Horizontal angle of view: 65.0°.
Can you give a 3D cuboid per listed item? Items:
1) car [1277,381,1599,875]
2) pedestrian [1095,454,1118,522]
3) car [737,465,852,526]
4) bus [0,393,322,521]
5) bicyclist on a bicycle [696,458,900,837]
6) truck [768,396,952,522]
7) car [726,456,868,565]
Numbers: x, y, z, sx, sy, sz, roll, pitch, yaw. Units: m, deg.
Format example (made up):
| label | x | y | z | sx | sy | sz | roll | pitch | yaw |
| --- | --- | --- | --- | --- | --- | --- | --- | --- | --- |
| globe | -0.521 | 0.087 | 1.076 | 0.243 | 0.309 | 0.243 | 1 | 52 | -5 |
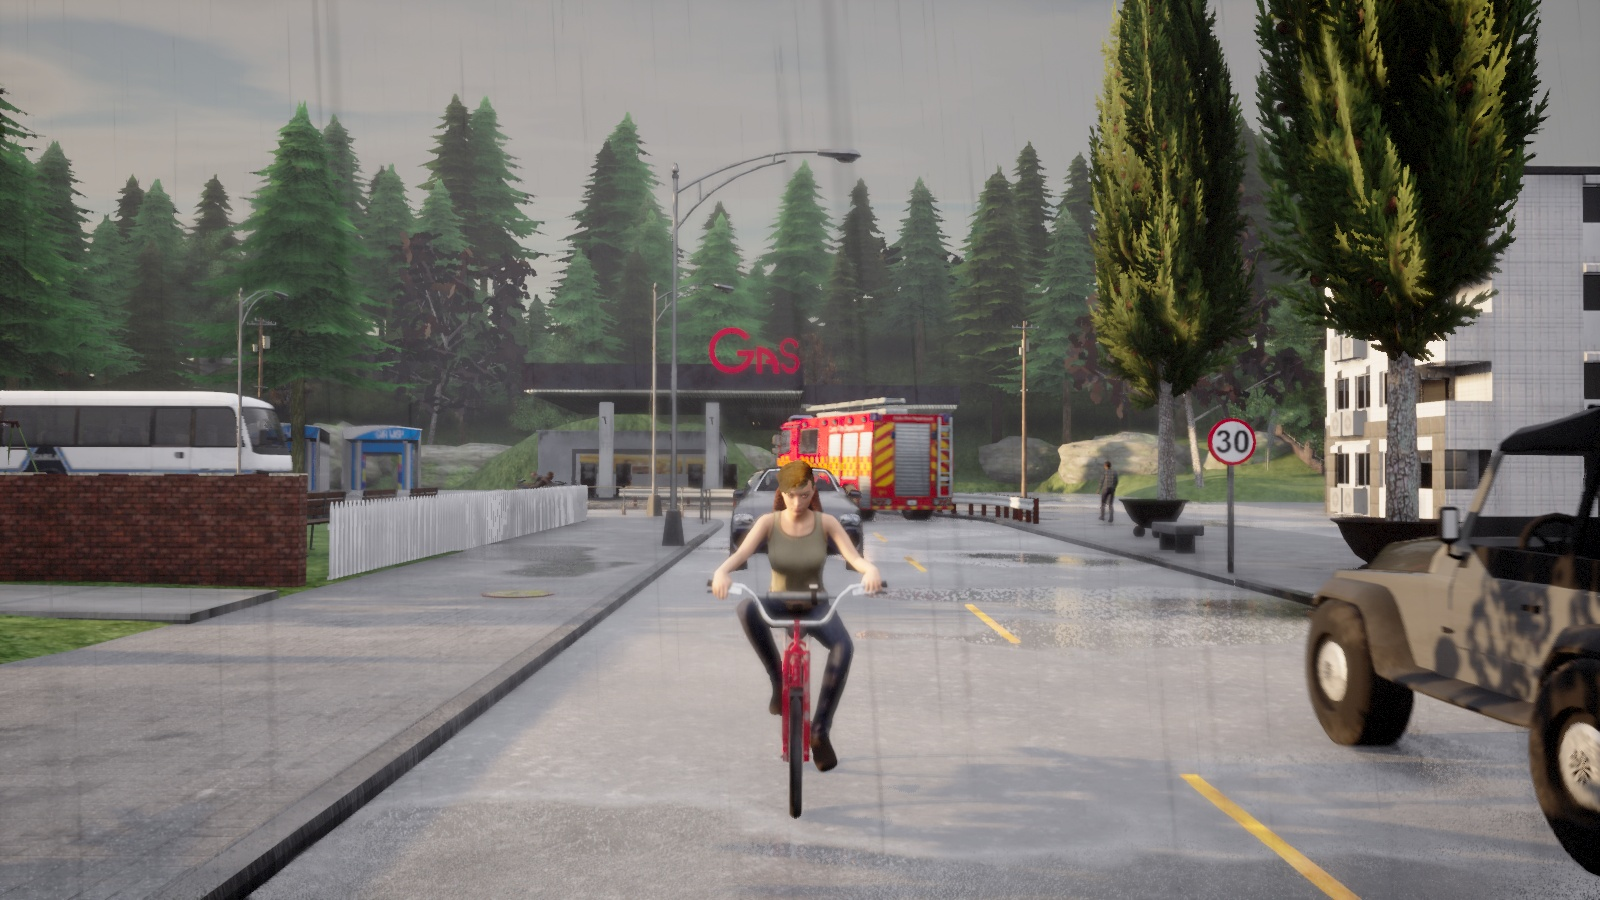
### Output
| label | x | y | z | sx | sy | sz | roll | pitch | yaw |
| --- | --- | --- | --- | --- | --- | --- | --- | --- | --- |
| car | 3.987 | 0.695 | 6.025 | 1.905 | 1.878 | 3.866 | 0 | -1 | 0 |
| pedestrian | 8.957 | 1.103 | 36.707 | 0.423 | 1.949 | 0.788 | 0 | -1 | -5 |
| car | -0.246 | 1.273 | 36.590 | 2.242 | 1.667 | 4.611 | 0 | -1 | -15 |
| bus | -22.627 | 0.265 | 43.994 | 10.273 | 4.253 | 3.944 | 0 | -1 | 0 |
| bicyclist on a bicycle | -0.009 | 0.854 | 6.120 | 0.866 | 1.612 | 1.509 | 0 | -1 | 0 |
| truck | 1.783 | 0.358 | 42.605 | 2.891 | 3.827 | 8.468 | 0 | -1 | -22 |
| car | -0.043 | 0.954 | 21.603 | 2.152 | 1.651 | 5.027 | 0 | -1 | 0 |
